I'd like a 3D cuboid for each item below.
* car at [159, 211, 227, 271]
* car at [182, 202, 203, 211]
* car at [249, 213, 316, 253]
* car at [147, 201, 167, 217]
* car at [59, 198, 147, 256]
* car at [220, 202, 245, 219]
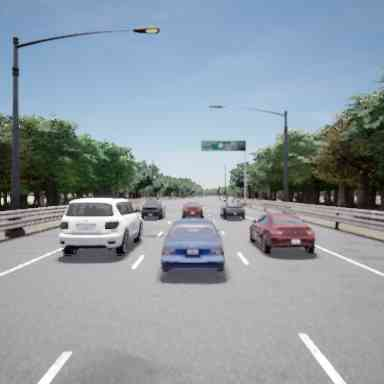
[{"bbox_3d":[0.045,1.579,10.988,2.033,1.411,5.357,0,0,1],"label":"car"},{"bbox_3d":[0.072,1.627,30.767,1.812,1.442,4.674,0,0,0],"label":"car"},{"bbox_3d":[3.565,1.567,13.693,1.812,1.442,4.674,0,-1,0],"label":"car"},{"bbox_3d":[-3.431,1.604,29.808,1.837,1.490,4.892,0,0,0],"label":"car"},{"bbox_3d":[-3.437,1.263,13.516,2.150,2.045,5.566,0,0,0],"label":"car"},{"bbox_3d":[3.569,1.589,29.698,2.128,1.511,4.902,0,0,0],"label":"car"}]
